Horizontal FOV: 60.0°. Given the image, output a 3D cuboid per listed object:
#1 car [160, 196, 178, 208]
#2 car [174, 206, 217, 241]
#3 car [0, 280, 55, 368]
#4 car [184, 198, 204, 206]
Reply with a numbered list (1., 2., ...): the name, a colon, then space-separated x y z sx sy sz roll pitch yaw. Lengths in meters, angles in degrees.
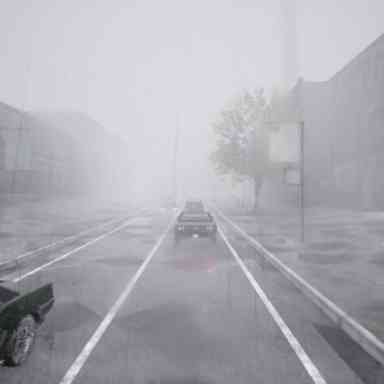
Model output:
1. car: -2.926 1.254 43.117 1.837 1.490 4.892 0 1 0
2. car: 0.161 1.571 16.352 1.895 1.301 4.718 0 0 0
3. car: -3.091 1.600 3.007 1.895 1.301 4.718 0 0 0
4. car: 0.232 1.314 34.672 1.882 1.535 5.008 0 1 0
